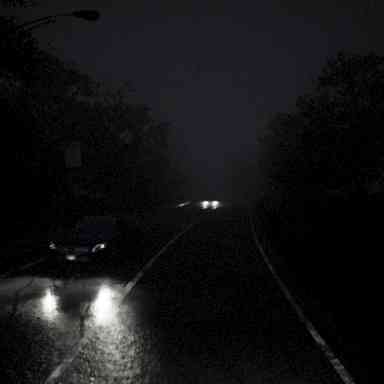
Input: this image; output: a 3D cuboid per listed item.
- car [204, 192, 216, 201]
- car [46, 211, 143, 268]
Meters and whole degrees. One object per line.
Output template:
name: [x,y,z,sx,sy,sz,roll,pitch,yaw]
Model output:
car: [2.818,0.717,51.736,1.895,1.301,4.718,0,1,5]
car: [-2.913,1.393,10.971,1.812,1.442,4.674,0,1,6]
